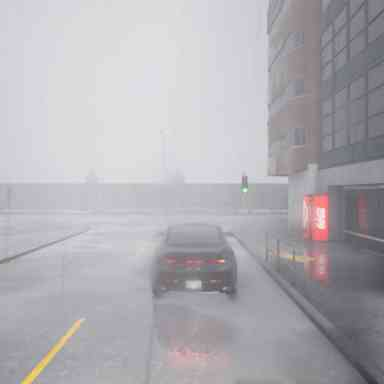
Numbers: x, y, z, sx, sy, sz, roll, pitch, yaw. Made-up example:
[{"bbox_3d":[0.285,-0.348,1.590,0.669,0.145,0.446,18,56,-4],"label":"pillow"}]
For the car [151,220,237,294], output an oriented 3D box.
[{"bbox_3d":[0.061,1.507,8.761,1.837,1.490,4.892,0,0,1],"label":"car"}]
